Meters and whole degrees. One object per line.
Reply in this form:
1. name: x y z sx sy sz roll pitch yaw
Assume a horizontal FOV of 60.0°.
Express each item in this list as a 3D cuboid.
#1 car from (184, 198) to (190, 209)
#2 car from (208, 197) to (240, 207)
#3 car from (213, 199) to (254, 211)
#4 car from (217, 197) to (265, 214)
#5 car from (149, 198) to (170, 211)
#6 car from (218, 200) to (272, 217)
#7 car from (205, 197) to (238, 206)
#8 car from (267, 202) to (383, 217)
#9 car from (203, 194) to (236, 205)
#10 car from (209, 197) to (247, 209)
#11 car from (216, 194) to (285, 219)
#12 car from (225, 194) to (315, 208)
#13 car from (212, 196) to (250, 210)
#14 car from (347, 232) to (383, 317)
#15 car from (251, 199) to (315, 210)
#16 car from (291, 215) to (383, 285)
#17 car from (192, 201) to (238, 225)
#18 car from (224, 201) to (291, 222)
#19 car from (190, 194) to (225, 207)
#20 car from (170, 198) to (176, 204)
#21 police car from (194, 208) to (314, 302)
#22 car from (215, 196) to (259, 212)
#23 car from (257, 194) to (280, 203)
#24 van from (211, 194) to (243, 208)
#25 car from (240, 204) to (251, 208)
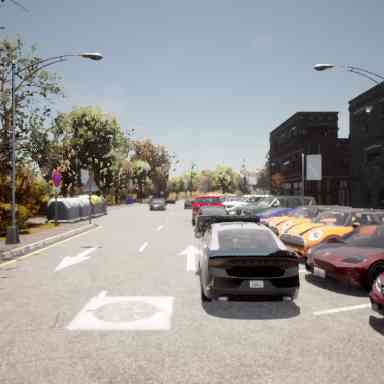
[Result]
1. car: -0.129 1.587 46.917 2.128 1.511 4.902 0 0 0
2. car: 5.200 1.647 53.698 4.674 1.452 2.002 1 0 -20
3. car: 5.232 1.601 41.684 4.674 1.452 2.002 1 0 -20
4. car: 5.209 1.414 35.675 4.553 1.767 2.185 1 0 -20
5. car: -4.259 1.567 41.790 2.128 1.511 4.902 0 0 0
6. car: 5.219 1.560 32.660 4.792 1.488 2.163 1 0 -20
7. car: 5.006 1.613 56.639 5.366 1.575 1.946 1 0 -20
8. car: 5.303 1.366 11.668 4.553 1.767 2.185 1 0 -20
9. car: 5.172 1.391 62.734 5.566 2.045 2.435 1 0 -20
10. car: 5.209 1.583 47.695 5.008 1.535 2.097 1 -1 -20
11. car: 5.225 1.271 29.661 5.566 2.045 2.435 1 0 -20
12. car: 5.247 1.251 20.644 5.566 2.045 2.435 1 0 -20
13. car: 5.259 1.447 44.693 4.553 1.767 2.185 1 0 -20
14. car: 5.289 1.527 5.656 4.674 1.452 2.002 1 0 -20
15. car: 5.298 1.369 14.669 4.553 1.767 2.185 1 0 -20
16. car: 5.250 1.518 8.648 4.792 1.488 2.163 1 0 -20
17. car: 1.108 1.491 18.359 1.882 1.535 5.008 0 0 0
18. car: 5.222 1.545 26.659 4.792 1.488 2.163 1 0 -20
19. car: 1.097 1.250 24.390 2.150 2.045 5.566 0 0 0
20. car: -4.227 1.769 65.506 1.895 1.301 4.718 0 0 0
21. police car: 1.133 1.428 8.469 1.930 1.638 5.238 0 0 0
22. car: 5.205 1.424 38.676 4.553 1.767 2.185 1 0 -20
23. car: 18.074 1.463 78.776 2.435 2.045 5.566 0 0 -22
24. van: 5.318 1.371 50.742 4.442 1.987 1.878 1 -1 -20
25. car: 5.257 1.538 17.666 4.674 1.452 2.002 1 0 -20
